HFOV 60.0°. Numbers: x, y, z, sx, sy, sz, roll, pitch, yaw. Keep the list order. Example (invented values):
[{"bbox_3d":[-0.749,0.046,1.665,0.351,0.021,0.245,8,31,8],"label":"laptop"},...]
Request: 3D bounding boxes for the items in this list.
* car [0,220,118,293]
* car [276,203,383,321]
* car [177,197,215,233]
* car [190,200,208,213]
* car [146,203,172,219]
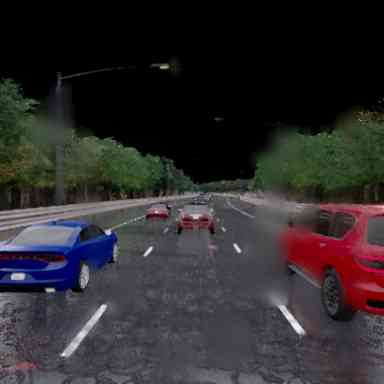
[{"bbox_3d":[-3.358,1.496,8.946,1.882,1.535,5.008,0,0,1],"label":"car"},{"bbox_3d":[3.523,1.249,7.440,2.150,2.045,5.566,0,0,0],"label":"car"},{"bbox_3d":[0.249,1.423,20.298,2.097,1.767,4.553,0,0,1],"label":"car"},{"bbox_3d":[0.903,1.692,39.756,2.033,1.411,5.357,0,0,2],"label":"car"},{"bbox_3d":[-2.931,1.667,30.275,1.994,1.385,4.181,0,0,2],"label":"car"}]
